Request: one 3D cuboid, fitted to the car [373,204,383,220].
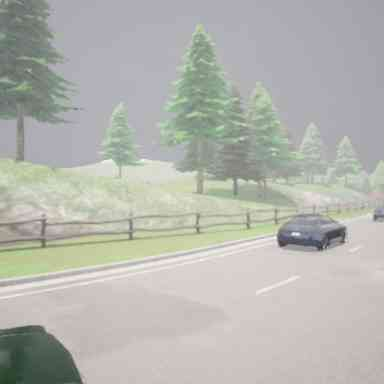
[{"bbox_3d":[17.609,1.772,29.733,2.033,1.411,5.357,-1,-1,39],"label":"car"}]

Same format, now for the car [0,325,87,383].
[{"bbox_3d":[-2.944,1.626,1.737,4.718,1.301,1.895,0,-1,-34],"label":"car"}]

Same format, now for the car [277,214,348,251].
[{"bbox_3d":[5.516,1.687,15.017,1.994,1.385,4.181,-1,-1,40],"label":"car"}]
